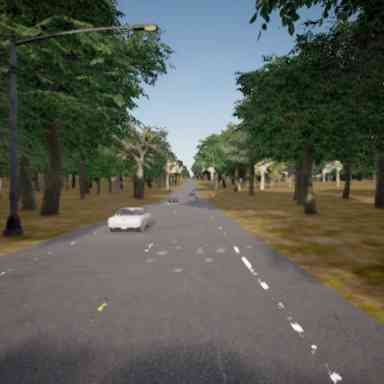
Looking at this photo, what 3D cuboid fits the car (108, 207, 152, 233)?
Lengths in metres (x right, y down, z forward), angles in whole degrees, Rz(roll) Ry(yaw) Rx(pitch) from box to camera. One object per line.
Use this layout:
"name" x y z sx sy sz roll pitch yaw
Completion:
"car" -3.599 1.591 19.854 1.895 1.301 4.718 0 0 0

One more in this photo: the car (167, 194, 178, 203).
"car" -3.531 1.199 60.500 1.837 1.490 4.892 0 1 1

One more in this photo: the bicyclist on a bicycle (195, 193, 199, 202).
"bicyclist on a bicycle" 0.960 1.077 64.349 0.866 1.612 1.509 0 1 0

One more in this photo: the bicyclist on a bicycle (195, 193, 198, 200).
"bicyclist on a bicycle" 0.964 0.961 73.349 0.582 1.620 1.656 0 1 0

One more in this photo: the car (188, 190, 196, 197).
"car" 0.004 0.497 91.859 2.128 1.511 4.902 0 1 0
